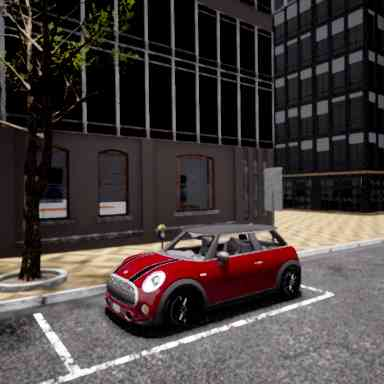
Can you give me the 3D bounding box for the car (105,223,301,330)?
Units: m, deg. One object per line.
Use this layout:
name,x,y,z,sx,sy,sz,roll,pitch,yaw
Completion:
car,0.334,1.437,6.814,4.097,1.590,1.967,0,-1,-35
